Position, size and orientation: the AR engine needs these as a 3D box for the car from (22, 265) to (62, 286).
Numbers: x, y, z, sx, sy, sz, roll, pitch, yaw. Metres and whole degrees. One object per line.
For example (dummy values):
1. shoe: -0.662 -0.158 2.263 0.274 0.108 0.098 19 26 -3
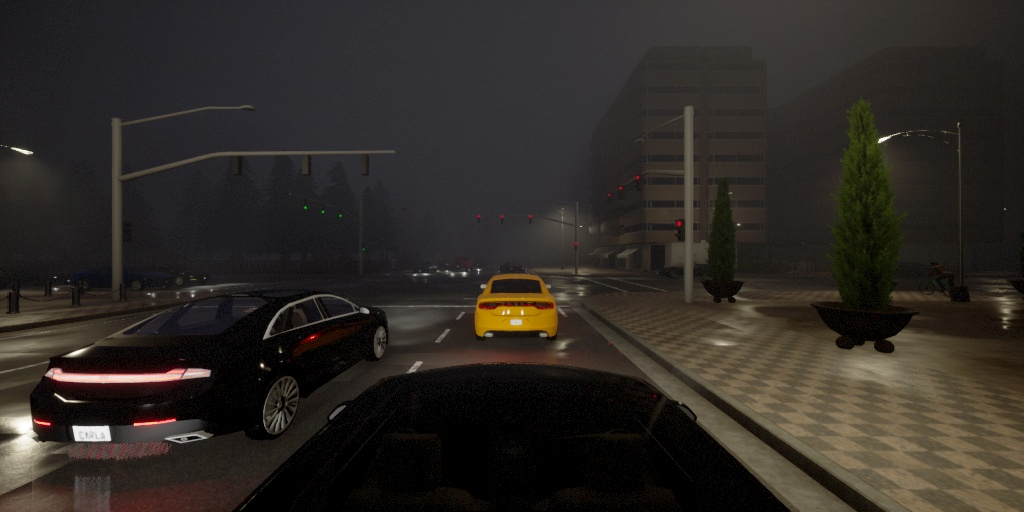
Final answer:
1. car: -33.803 1.353 25.204 5.357 1.411 2.033 0 0 0

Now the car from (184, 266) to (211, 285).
1. car: -24.015 1.310 25.241 4.892 1.490 1.837 0 0 1

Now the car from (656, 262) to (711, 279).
1. car: 15.692 1.296 32.532 4.902 1.511 2.128 0 0 0

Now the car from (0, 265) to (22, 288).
1. car: -34.080 1.022 21.704 5.566 2.045 2.150 1 0 0

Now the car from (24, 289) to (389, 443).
1. car: -3.423 1.242 5.364 2.128 1.511 4.902 0 0 1

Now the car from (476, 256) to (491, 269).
1. car: -5.319 1.255 58.541 1.837 1.490 4.892 0 0 15

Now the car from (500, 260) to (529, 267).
1. car: -0.002 1.349 39.125 1.895 1.301 4.718 0 0 -14

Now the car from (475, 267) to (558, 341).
1. car: 0.107 1.228 9.946 1.882 1.535 5.008 0 0 0

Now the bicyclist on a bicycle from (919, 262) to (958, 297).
1. bicyclist on a bicycle: 20.288 1.106 17.061 0.582 1.620 1.656 0 0 0

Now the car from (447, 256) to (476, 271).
1. car: -6.709 0.971 48.428 2.150 2.045 5.566 0 0 4

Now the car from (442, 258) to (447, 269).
1. car: -9.750 1.102 52.916 2.097 1.767 4.553 0 0 7

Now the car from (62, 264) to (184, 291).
1. car: -23.431 1.283 21.731 5.008 1.535 1.882 0 0 0

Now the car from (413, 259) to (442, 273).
1. car: -10.400 1.297 43.601 2.033 1.411 5.357 0 0 2

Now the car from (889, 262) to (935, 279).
1. car: 35.228 1.283 32.571 5.008 1.535 1.882 0 0 0
